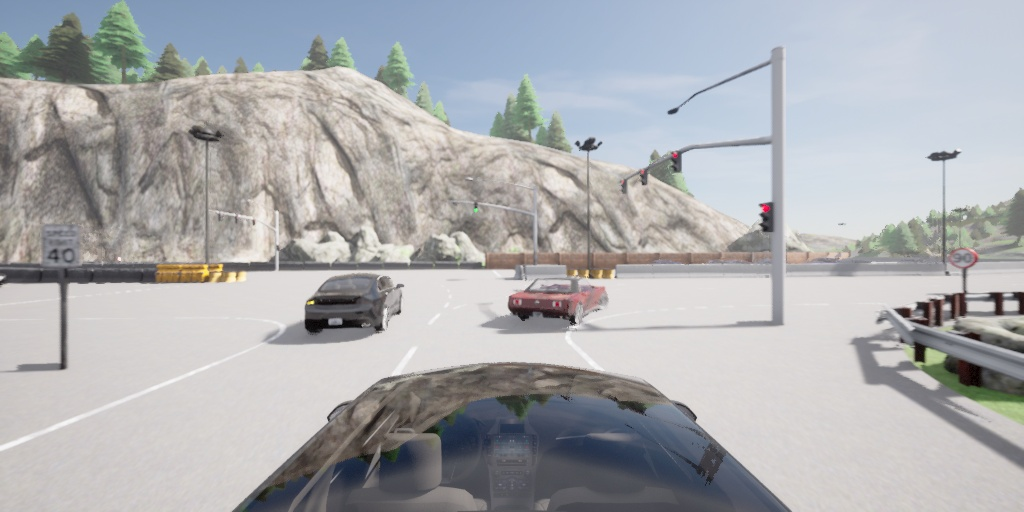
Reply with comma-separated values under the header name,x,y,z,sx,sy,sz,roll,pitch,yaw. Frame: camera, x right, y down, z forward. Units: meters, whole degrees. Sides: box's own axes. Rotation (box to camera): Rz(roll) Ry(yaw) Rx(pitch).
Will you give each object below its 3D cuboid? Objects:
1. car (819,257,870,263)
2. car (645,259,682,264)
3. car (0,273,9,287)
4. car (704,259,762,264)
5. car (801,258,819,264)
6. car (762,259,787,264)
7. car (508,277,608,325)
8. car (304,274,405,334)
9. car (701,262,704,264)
name,x,y,z,sx,sy,sz,roll,pitch,yaw
car,37.784,1.079,40.168,5.008,1.535,1.882,0,0,-8
car,20.289,1.180,48.725,5.357,1.411,2.033,0,0,-6
car,-34.116,1.263,21.805,4.902,1.511,2.128,0,0,-6
car,23.726,1.164,38.533,4.674,1.442,1.812,0,0,-6
car,37.629,0.948,43.647,4.553,1.767,2.097,0,0,-8
car,35.840,1.139,50.378,5.357,1.411,2.033,0,0,-7
car,1.769,1.335,11.926,1.895,1.301,4.718,0,0,28
car,-4.451,1.260,10.712,1.837,1.490,4.892,0,0,-9
car,23.563,1.159,42.038,4.674,1.442,1.812,0,0,-6
